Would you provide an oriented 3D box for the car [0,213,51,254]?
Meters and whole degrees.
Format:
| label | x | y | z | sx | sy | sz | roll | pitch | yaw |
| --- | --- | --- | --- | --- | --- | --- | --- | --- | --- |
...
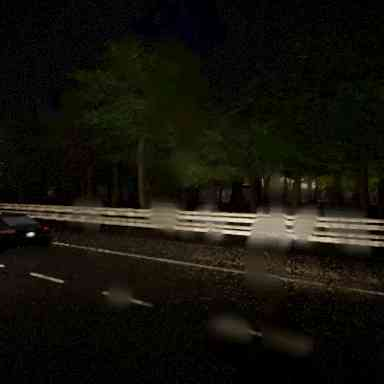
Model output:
| label | x | y | z | sx | sy | sz | roll | pitch | yaw |
| --- | --- | --- | --- | --- | --- | --- | --- | --- | --- |
| car | -7.684 | 1.569 | 13.648 | 4.181 | 1.385 | 1.994 | 0 | 0 | 36 |
